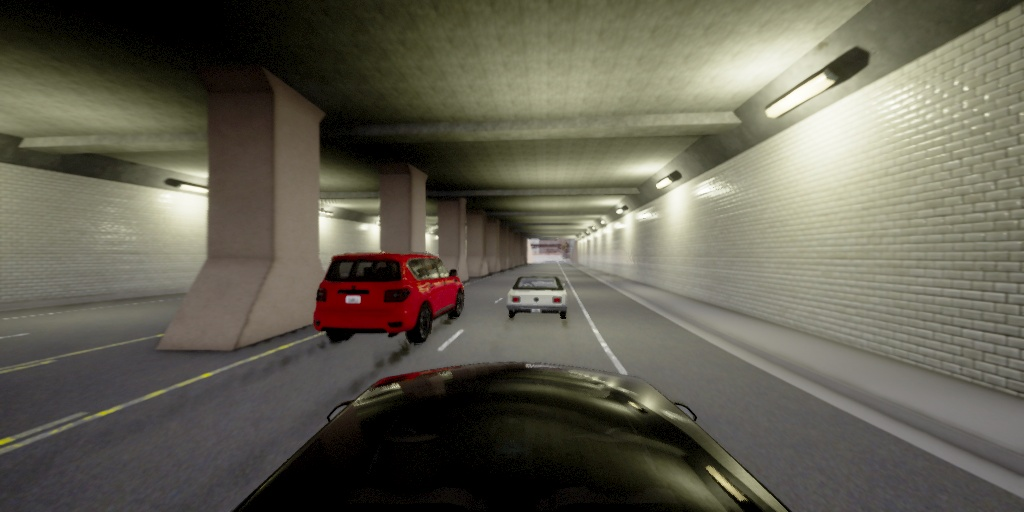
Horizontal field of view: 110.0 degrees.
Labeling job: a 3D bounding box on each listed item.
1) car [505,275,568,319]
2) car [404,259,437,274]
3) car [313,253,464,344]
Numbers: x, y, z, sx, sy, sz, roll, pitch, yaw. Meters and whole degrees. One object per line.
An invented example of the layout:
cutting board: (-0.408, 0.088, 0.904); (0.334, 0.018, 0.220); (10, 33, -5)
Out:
car: (0.963, 1.328, 12.818); (1.895, 1.301, 4.718); (0, 0, 6)
car: (-10.175, 1.088, 40.121); (1.882, 1.535, 5.008); (0, 0, 7)
car: (-2.865, 0.939, 9.688); (2.150, 2.045, 5.566); (0, 0, 5)
